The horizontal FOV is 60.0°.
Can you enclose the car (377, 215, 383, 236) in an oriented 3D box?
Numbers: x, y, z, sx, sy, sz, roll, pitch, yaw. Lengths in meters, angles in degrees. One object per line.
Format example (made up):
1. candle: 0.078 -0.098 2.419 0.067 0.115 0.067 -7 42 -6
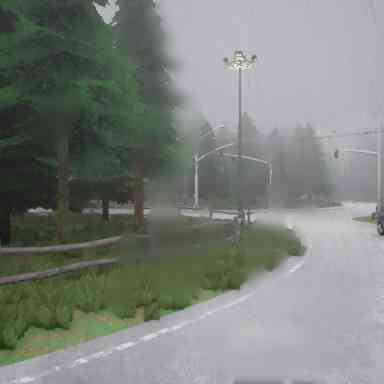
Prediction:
1. car: 10.280 1.352 15.442 2.097 1.767 4.553 0 0 15
